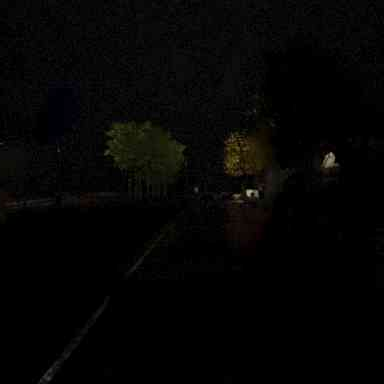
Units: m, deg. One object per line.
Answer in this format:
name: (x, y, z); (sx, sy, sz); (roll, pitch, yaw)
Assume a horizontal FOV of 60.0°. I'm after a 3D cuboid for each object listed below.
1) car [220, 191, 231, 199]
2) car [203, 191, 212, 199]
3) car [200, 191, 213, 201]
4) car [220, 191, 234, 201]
car: (6.555, 0.567, 65.617); (2.033, 1.411, 5.357); (0, 1, 3)
car: (3.061, 0.535, 65.824); (1.812, 1.442, 4.674); (0, 1, 3)
car: (2.465, 0.548, 55.808); (2.097, 1.767, 4.553); (0, 1, 3)
car: (5.962, 0.800, 55.665); (1.895, 1.301, 4.718); (0, 1, 3)
